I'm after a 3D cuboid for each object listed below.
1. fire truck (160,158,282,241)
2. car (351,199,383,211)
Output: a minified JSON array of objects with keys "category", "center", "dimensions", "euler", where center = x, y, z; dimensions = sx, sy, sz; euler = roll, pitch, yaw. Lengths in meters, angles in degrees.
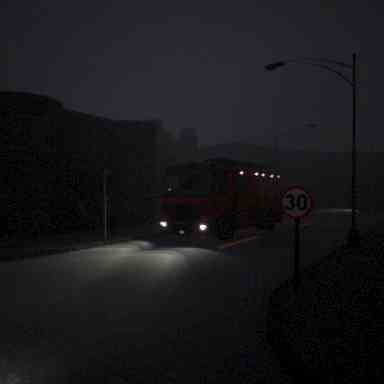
[{"category":"fire truck","center":[2.013,0.303,17.868],"dimensions":[2.891,3.827,8.468],"euler":[0,0,36]},{"category":"car","center":[22.282,1.528,40.475],"dimensions":[5.357,1.411,2.033],"euler":[0,0,-7]}]
